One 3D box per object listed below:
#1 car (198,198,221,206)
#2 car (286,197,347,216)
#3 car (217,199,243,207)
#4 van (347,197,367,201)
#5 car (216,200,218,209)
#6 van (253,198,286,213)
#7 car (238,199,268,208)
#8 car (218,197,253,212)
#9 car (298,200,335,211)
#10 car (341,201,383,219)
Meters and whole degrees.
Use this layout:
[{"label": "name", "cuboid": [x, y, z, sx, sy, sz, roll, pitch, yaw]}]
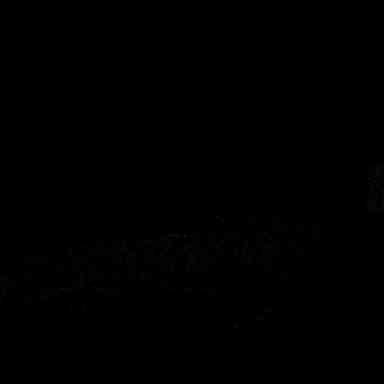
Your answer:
[{"label": "car", "cuboid": [3.241, 1.929, 62.631, 2.008, 1.369, 4.403, -1, 0, -36]}, {"label": "car", "cuboid": [12.810, 1.517, 34.563, 2.192, 1.841, 5.009, -1, 0, -36]}, {"label": "car", "cuboid": [6.542, 1.872, 58.011, 1.887, 1.381, 4.507, -1, 0, -36]}, {"label": "van", "cuboid": [19.742, 1.456, 39.526, 1.690, 1.788, 3.998, -1, 0, -36]}, {"label": "car", "cuboid": [2.911, 1.915, 48.428, 2.008, 1.369, 4.403, -1, 0, -36]}, {"label": "van", "cuboid": [9.510, 1.599, 39.185, 1.690, 1.788, 3.998, -1, 0, -36]}, {"label": "car", "cuboid": [9.744, 1.803, 53.528, 1.752, 1.417, 4.829, -1, 0, -36]}, {"label": "car", "cuboid": [6.208, 1.627, 43.806, 2.192, 1.841, 5.009, -1, 0, -36]}, {"label": "car", "cuboid": [16.446, 1.736, 44.148, 1.947, 1.339, 4.313, -1, 0, -36]}, {"label": "car", "cuboid": [16.118, 1.727, 29.942, 1.802, 1.307, 4.206, -1, 0, -36]}]
